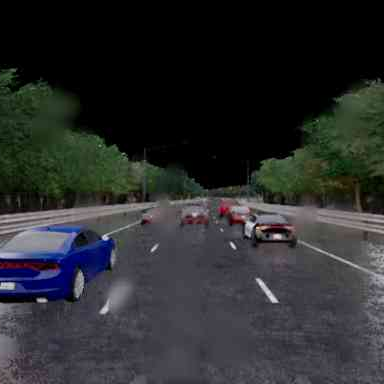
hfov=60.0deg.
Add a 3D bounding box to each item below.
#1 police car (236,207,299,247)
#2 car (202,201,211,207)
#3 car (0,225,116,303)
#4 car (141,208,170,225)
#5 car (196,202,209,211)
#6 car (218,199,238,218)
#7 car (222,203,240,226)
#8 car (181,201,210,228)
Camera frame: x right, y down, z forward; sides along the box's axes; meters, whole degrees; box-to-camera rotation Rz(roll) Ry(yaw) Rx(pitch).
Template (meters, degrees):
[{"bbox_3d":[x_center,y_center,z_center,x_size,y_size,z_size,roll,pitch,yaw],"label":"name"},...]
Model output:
[{"bbox_3d":[3.645,1.749,16.476,2.038,1.542,4.974,0,-1,1],"label":"police car"},{"bbox_3d":[3.716,3.035,85.202,2.128,1.511,4.902,0,-1,5],"label":"car"},{"bbox_3d":[-3.348,1.596,8.561,1.882,1.535,5.008,0,-1,0],"label":"car"},{"bbox_3d":[-2.985,1.985,27.732,1.994,1.385,4.181,0,-1,2],"label":"car"},{"bbox_3d":[1.882,2.562,58.894,2.033,1.411,5.357,0,-1,4],"label":"car"},{"bbox_3d":[4.265,1.839,38.310,2.150,2.045,5.566,0,-1,2],"label":"car"},{"bbox_3d":[3.895,1.926,27.408,2.163,1.488,4.792,0,-1,2],"label":"car"},{"bbox_3d":[0.283,1.745,25.956,2.097,1.767,4.553,0,-1,2],"label":"car"}]
